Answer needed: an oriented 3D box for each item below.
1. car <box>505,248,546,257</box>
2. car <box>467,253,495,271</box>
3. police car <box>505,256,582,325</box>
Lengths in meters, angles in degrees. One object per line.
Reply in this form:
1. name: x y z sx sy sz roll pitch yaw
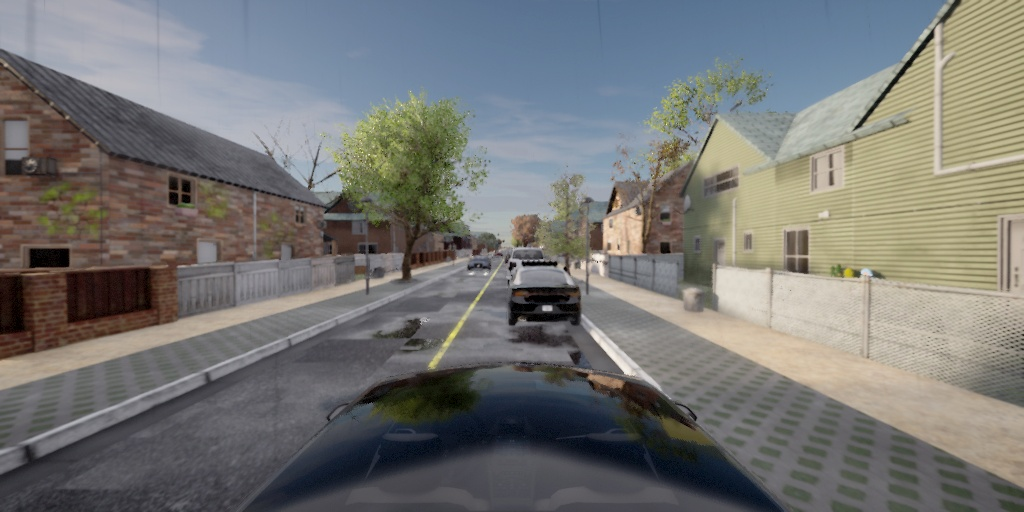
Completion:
1. car: 0.826 0.528 20.879 2.150 2.045 5.566 0 1 0
2. car: -2.843 0.602 32.210 1.994 1.385 4.181 0 1 0
3. police car: 0.825 0.960 10.964 1.930 1.638 5.238 0 1 0
